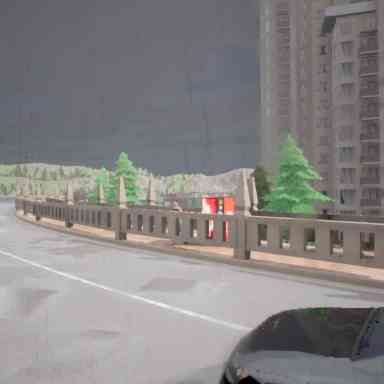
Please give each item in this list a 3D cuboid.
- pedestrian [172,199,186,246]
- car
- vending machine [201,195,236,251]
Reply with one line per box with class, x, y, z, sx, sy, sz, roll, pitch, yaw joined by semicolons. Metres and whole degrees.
pedestrian;-0.595;1.132;12.834;0.375;1.860;0.375;-1;-1;42
car;2.275;1.564;2.493;4.181;1.385;1.994;0;0;35
vending machine;1.055;1.186;13.218;0.880;2.100;1.100;-1;0;41
